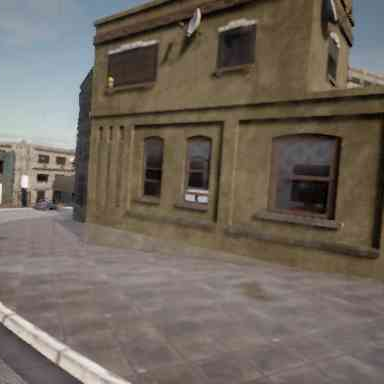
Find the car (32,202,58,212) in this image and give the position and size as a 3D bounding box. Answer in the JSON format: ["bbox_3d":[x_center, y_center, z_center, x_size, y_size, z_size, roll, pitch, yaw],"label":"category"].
[{"bbox_3d":[-22.297,2.177,50.583,1.994,1.385,4.181,4,-1,11],"label":"car"}]
